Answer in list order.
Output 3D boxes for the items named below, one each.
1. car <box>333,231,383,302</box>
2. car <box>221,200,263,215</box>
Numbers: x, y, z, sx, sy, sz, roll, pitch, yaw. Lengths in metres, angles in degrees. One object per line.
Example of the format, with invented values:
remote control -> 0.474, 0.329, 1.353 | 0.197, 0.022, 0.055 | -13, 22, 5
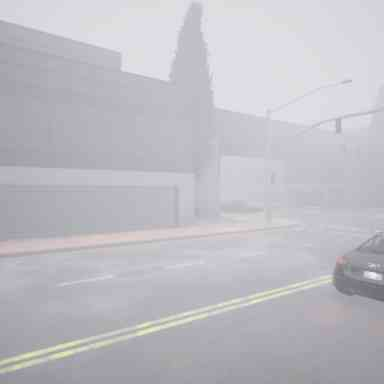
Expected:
car -> 5.036, 1.539, 7.425 | 4.181, 1.385, 1.994 | 0, 0, -36
car -> 4.661, 1.509, 33.676 | 2.033, 1.411, 5.357 | 0, 0, -37
